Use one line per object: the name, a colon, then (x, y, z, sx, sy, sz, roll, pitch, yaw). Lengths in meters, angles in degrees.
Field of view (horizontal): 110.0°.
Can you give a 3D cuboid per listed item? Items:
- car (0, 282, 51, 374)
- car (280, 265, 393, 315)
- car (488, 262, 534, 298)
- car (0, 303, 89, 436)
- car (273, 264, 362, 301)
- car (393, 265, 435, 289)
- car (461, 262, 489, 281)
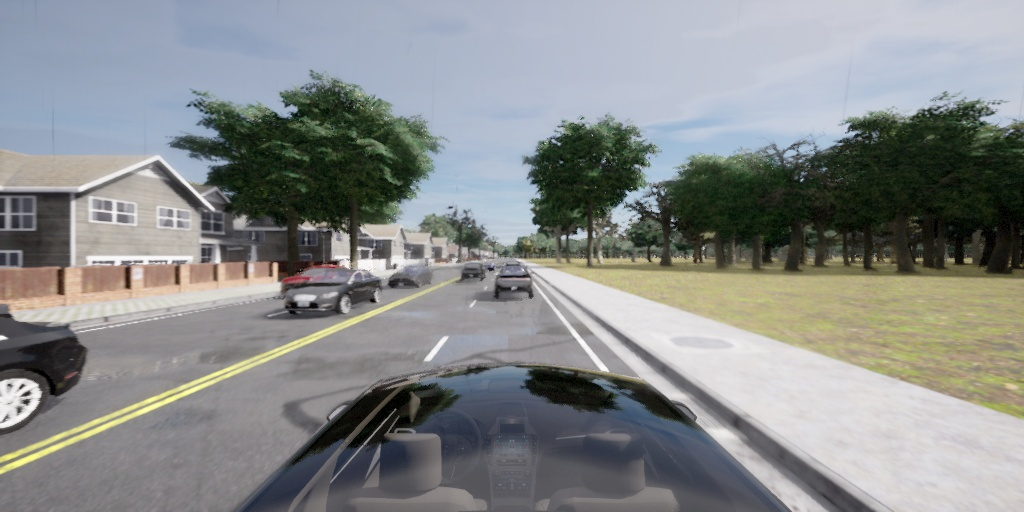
car: (-9.793, 1.244, 4.332, 2.128, 1.511, 4.902, 0, 0, 1)
car: (-6.553, 1.251, 13.748, 2.128, 1.511, 4.902, 0, 0, 0)
car: (0.094, 1.254, 18.574, 2.128, 1.511, 4.902, 0, 0, 0)
car: (-6.556, 1.257, 2.646, 1.837, 1.490, 4.892, 0, 0, 1)
car: (-9.830, 1.240, 18.668, 1.882, 1.535, 5.008, 0, 0, 0)
car: (-6.547, 1.314, 23.901, 2.033, 1.411, 5.357, 0, 0, 1)
car: (-3.161, 1.278, 30.323, 1.837, 1.490, 4.892, 0, 0, 0)
